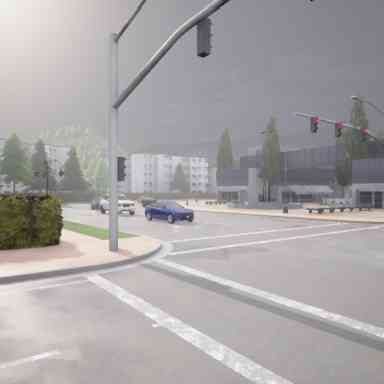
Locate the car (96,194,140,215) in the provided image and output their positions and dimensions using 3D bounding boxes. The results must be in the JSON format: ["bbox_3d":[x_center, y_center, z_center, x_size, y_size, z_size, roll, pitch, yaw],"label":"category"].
[{"bbox_3d":[-7.601,1.221,33.554,2.150,2.045,5.566,0,0,-32],"label":"car"}]

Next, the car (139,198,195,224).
[{"bbox_3d":[-1.792,1.478,25.376,1.882,1.535,5.008,0,0,-37],"label":"car"}]

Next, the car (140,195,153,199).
[{"bbox_3d":[-6.487,1.477,49.955,1.882,1.535,5.008,0,0,-12],"label":"car"}]

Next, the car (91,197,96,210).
[{"bbox_3d":[-11.915,1.352,42.940,2.097,1.767,4.553,0,0,-17],"label":"car"}]

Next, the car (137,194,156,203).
[{"bbox_3d":[-9.288,1.352,68.133,2.097,1.767,4.553,0,0,15],"label":"car"}]
